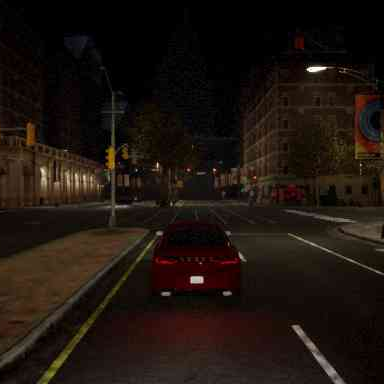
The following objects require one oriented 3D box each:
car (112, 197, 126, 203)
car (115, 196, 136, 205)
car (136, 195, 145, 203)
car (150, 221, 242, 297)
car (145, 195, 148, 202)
[{"bbox_3d":[-14.979,1.621,68.850,1.895,1.301,4.718,0,0,0],"label":"car"},{"bbox_3d":[-11.753,1.623,58.722,1.895,1.301,4.718,0,0,0],"label":"car"},{"bbox_3d":[-11.730,1.566,68.795,2.033,1.411,5.357,0,0,0],"label":"car"},{"bbox_3d":[0.054,1.481,8.648,1.882,1.535,5.008,0,0,-1],"label":"car"},{"bbox_3d":[-11.765,1.508,79.274,1.882,1.535,5.008,0,0,0],"label":"car"}]
